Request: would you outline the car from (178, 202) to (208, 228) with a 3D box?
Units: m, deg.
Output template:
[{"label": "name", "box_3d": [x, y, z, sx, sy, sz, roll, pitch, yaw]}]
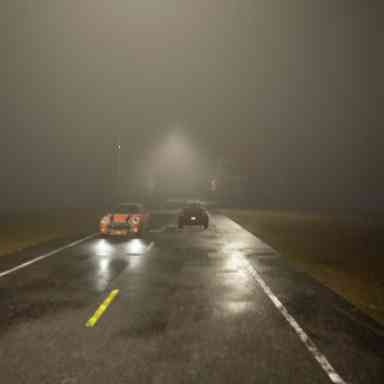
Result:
[{"label": "car", "box_3d": [0.094, 1.640, 23.164, 1.994, 1.385, 4.181, 0, 0, 0]}]

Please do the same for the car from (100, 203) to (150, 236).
[{"label": "car", "box_3d": [-3.602, 1.413, 18.575, 2.097, 1.767, 4.553, 0, 0, 0]}]

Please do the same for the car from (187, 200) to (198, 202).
[{"label": "car", "box_3d": [0.088, 1.753, 46.486, 1.895, 1.301, 4.718, 0, 0, 0]}]
